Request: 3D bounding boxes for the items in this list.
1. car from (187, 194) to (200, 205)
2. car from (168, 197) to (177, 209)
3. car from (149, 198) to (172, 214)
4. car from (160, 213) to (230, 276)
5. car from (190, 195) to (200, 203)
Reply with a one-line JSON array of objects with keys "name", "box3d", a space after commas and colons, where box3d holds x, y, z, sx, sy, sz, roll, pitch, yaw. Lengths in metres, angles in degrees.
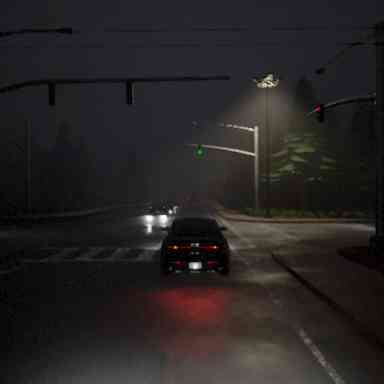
[{"name": "car", "box3d": [0.284, 1.372, 64.795, 2.150, 2.045, 5.566, 0, 0, 2]}, {"name": "car", "box3d": [-3.581, 1.604, 46.130, 1.882, 1.535, 5.008, 0, 0, 0]}, {"name": "car", "box3d": [-3.603, 1.706, 36.847, 1.895, 1.301, 4.718, 0, 0, 0]}, {"name": "car", "box3d": [0.086, 1.532, 10.430, 1.837, 1.490, 4.892, 0, 0, 0]}, {"name": "car", "box3d": [0.652, 1.528, 75.206, 2.097, 1.767, 4.553, 0, 0, 2]}]
